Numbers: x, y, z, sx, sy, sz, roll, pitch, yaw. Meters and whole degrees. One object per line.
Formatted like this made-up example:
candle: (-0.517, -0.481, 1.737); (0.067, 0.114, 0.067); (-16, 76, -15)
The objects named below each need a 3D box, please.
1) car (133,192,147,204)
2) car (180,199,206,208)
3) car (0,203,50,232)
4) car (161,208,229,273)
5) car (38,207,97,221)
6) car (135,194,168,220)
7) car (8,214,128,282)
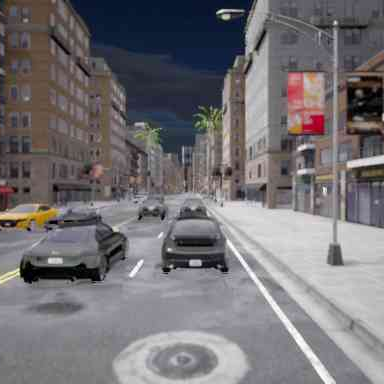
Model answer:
car: (-9.731, 1.001, 63.211); (2.150, 2.045, 5.566); (0, 0, 0)
car: (0.101, 1.328, 27.811); (2.097, 1.767, 4.553); (0, 0, 0)
car: (-9.844, 1.458, 20.259); (1.882, 1.535, 5.008); (0, 0, 0)
car: (0.093, 1.494, 10.658); (1.837, 1.490, 4.892); (0, 0, 0)
car: (-6.594, 1.583, 18.866); (1.895, 1.301, 4.718); (0, 0, 0)
car: (-3.149, 1.328, 27.813); (2.097, 1.767, 4.553); (0, 0, 0)
car: (-3.160, 1.554, 9.708); (1.994, 1.385, 4.181); (0, 0, 0)
